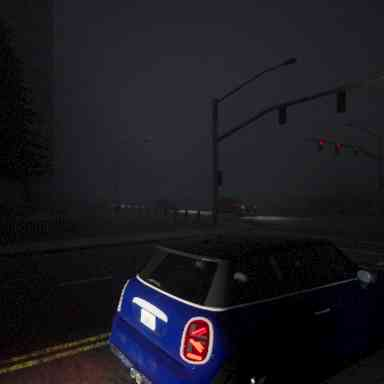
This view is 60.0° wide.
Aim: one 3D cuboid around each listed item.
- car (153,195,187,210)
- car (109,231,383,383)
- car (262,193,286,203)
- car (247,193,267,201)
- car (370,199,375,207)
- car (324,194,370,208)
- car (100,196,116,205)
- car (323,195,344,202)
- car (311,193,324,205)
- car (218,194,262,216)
[{"bbox_3d":[-3.250,1.506,42.764,2.128,1.511,4.902,0,0,-36],"label":"car"},{"bbox_3d":[1.276,1.354,4.711,4.553,1.767,2.097,0,0,-35],"label":"car"},{"bbox_3d":[15.457,1.427,62.673,1.970,1.475,3.806,0,0,-36],"label":"car"},{"bbox_3d":[15.900,1.193,81.597,1.932,1.855,4.605,0,0,-36],"label":"car"},{"bbox_3d":[23.393,1.187,46.880,1.905,1.878,3.866,0,0,-36],"label":"car"},{"bbox_3d":[21.005,1.182,45.244,1.932,1.855,4.605,0,0,-36],"label":"car"},{"bbox_3d":[-14.678,1.507,58.821,2.128,1.511,4.902,0,0,-35],"label":"car"},{"bbox_3d":[31.559,1.409,74.185,1.784,1.438,3.905,0,0,-36],"label":"car"},{"bbox_3d":[29.163,1.196,72.556,1.932,1.855,4.605,0,0,-36],"label":"car"},{"bbox_3d":[4.175,1.366,32.424,2.097,1.767,4.553,0,0,-36],"label":"car"}]
